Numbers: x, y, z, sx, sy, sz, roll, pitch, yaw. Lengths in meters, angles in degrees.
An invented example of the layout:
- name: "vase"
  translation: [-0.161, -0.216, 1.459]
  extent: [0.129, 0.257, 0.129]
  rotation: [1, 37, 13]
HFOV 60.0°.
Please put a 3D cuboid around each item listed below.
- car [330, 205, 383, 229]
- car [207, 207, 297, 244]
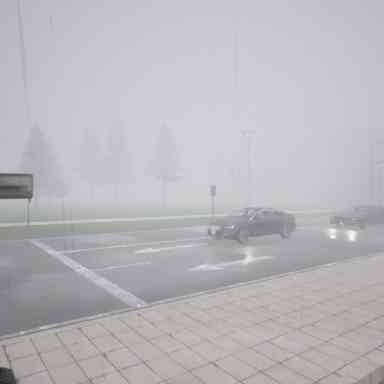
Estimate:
- name: "car"
  translation: [11.327, 1.547, 21.850]
  extent: [5.357, 1.411, 2.033]
  rotation: [0, 0, -35]
- name: "car"
  translation: [2.929, 1.491, 15.901]
  extent: [4.902, 1.511, 2.128]
  rotation: [0, 0, -35]
